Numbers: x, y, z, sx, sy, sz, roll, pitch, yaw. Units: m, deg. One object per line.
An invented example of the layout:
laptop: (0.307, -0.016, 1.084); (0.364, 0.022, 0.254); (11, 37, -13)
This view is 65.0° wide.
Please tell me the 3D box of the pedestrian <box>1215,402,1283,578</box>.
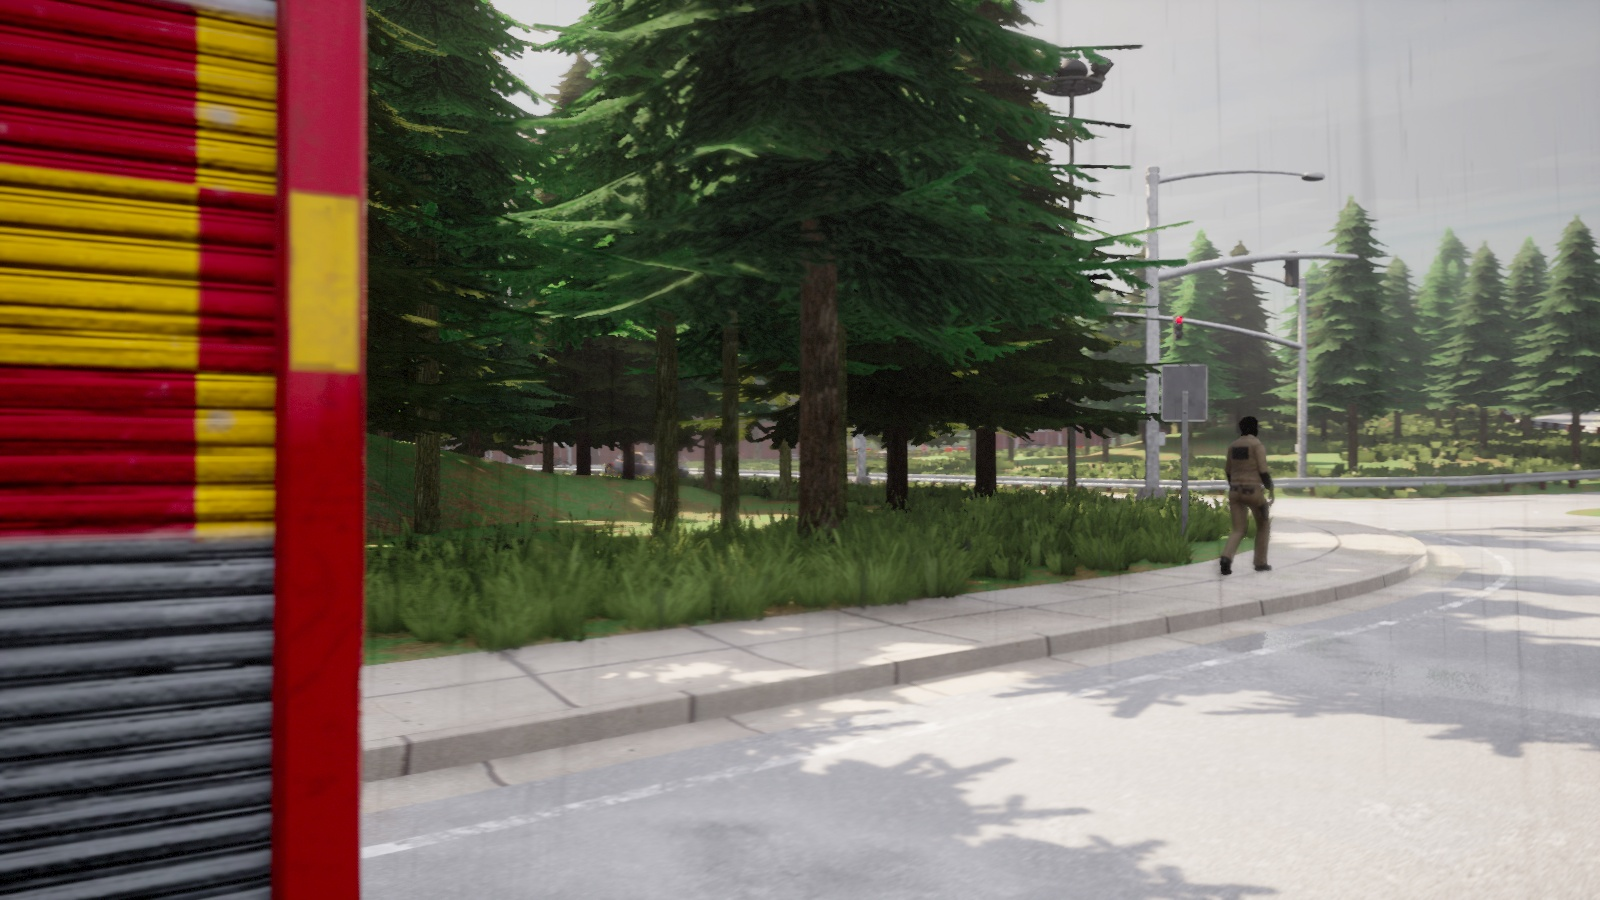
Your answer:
pedestrian: (5.066, 0.442, 14.162); (0.692, 1.930, 0.396); (0, 0, -38)

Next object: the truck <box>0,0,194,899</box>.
truck: (-5.002, -0.404, 0.249); (8.468, 3.827, 2.891); (0, 0, -34)

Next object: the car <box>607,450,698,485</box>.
car: (-7.240, 0.820, 61.362); (2.242, 1.667, 4.611); (0, 0, -41)
